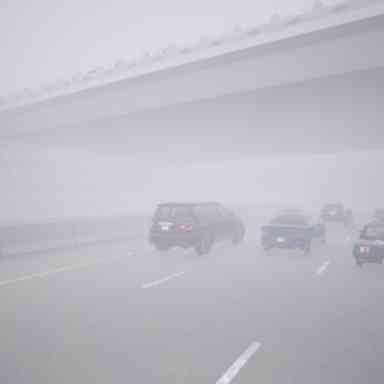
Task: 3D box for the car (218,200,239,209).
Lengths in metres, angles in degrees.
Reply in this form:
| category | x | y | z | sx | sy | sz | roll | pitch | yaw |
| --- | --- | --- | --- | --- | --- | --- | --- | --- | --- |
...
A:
| category | x | y | z | sx | sy | sz | roll | pitch | yaw |
| --- | --- | --- | --- | --- | --- | --- | --- | --- | --- |
| car | 6.634 | 2.286 | 59.939 | 1.812 | 1.442 | 4.674 | -1 | -1 | 31 |

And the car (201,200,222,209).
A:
| category | x | y | z | sx | sy | sz | roll | pitch | yaw |
| --- | --- | --- | --- | --- | --- | --- | --- | --- | --- |
| car | 3.602 | 2.304 | 61.662 | 1.837 | 1.490 | 4.892 | -1 | -1 | 31 |

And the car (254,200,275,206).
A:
| category | x | y | z | sx | sy | sz | roll | pitch | yaw |
| --- | --- | --- | --- | --- | --- | --- | --- | --- | --- |
| car | 12.684 | 2.186 | 56.453 | 1.837 | 1.490 | 4.892 | -1 | -1 | 31 |

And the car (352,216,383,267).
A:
| category | x | y | z | sx | sy | sz | roll | pitch | yaw |
| --- | --- | --- | --- | --- | --- | --- | --- | --- | --- |
| car | 6.689 | 1.716 | 11.316 | 1.895 | 1.301 | 4.718 | -1 | -1 | 31 |

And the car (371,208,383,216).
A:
| category | x | y | z | sx | sy | sz | roll | pitch | yaw |
| --- | --- | --- | --- | --- | --- | --- | --- | --- | --- |
| car | 13.472 | 1.781 | 22.963 | 2.033 | 1.411 | 5.357 | -1 | -1 | 30 |

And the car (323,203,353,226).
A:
| category | x | y | z | sx | sy | sz | roll | pitch | yaw |
| --- | --- | --- | --- | --- | --- | --- | --- | --- | --- |
| car | 11.498 | 1.642 | 26.488 | 2.097 | 1.767 | 4.553 | -1 | -1 | 31 |

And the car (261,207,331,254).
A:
| category | x | y | z | sx | sy | sz | roll | pitch | yaw |
| --- | --- | --- | --- | --- | --- | --- | --- | --- | --- |
| car | 4.576 | 1.648 | 14.609 | 1.882 | 1.535 | 5.008 | -1 | -1 | 31 |

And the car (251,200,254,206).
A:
| category | x | y | z | sx | sy | sz | roll | pitch | yaw |
| --- | --- | --- | --- | --- | --- | --- | --- | --- | --- |
| car | 9.657 | 2.213 | 58.195 | 2.128 | 1.511 | 4.902 | -1 | -1 | 31 |

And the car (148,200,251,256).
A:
| category | x | y | z | sx | sy | sz | roll | pitch | yaw |
| --- | --- | --- | --- | --- | --- | --- | --- | --- | --- |
| car | 0.394 | 1.414 | 14.436 | 2.150 | 2.045 | 5.566 | -1 | -1 | 31 |
